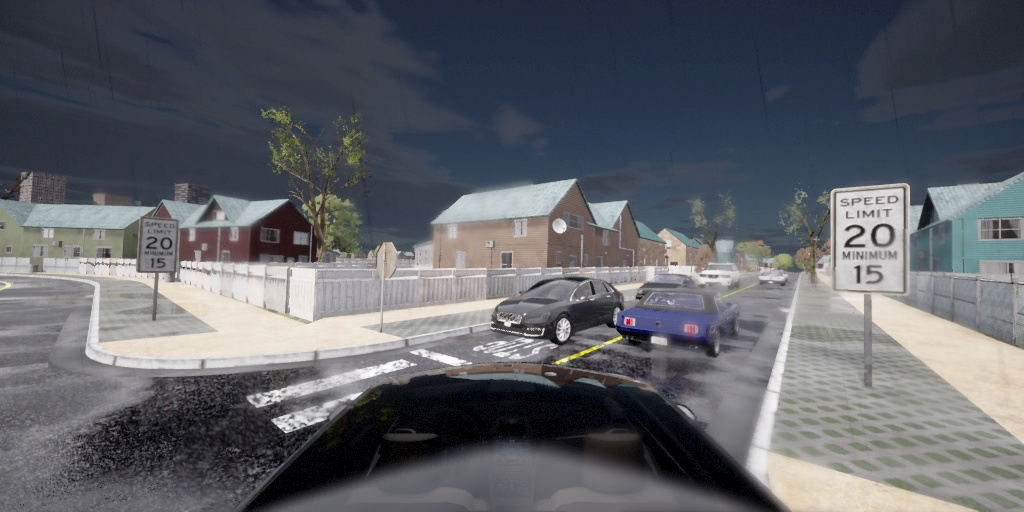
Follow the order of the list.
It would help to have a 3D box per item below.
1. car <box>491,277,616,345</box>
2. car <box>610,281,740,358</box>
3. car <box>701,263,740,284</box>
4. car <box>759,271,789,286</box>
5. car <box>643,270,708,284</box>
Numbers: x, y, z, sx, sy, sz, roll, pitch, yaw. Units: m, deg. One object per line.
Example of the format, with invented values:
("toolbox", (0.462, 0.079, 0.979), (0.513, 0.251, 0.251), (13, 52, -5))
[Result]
("car", (1.490, 1.353, 10.029), (1.837, 1.490, 4.892), (0, -1, 41))
("car", (4.408, 1.481, 9.017), (1.895, 1.301, 4.718), (0, -1, 39))
("car", (16.545, 1.543, 28.453), (2.150, 2.045, 5.566), (0, -1, 39))
("car", (24.761, 2.131, 33.983), (1.895, 1.301, 4.718), (0, -1, 39))
("car", (7.922, 1.593, 17.861), (2.033, 1.411, 5.357), (0, -1, 39))
